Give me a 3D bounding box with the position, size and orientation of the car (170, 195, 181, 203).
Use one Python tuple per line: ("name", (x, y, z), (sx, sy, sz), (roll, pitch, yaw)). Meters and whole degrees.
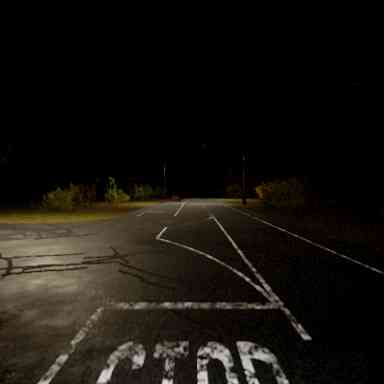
("car", (-3.267, 1.403, 67.115), (1.882, 1.535, 5.008), (0, 0, 0))
